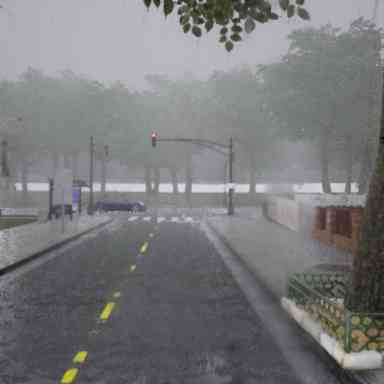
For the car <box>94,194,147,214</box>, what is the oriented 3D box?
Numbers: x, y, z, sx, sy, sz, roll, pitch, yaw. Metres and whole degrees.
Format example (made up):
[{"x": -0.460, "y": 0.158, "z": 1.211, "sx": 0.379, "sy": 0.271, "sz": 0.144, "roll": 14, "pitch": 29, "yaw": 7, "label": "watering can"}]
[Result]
[{"x": -6.356, "y": 0.992, "z": 30.067, "sx": 4.553, "sy": 1.767, "sz": 2.097, "roll": 1, "pitch": 0, "yaw": -2, "label": "car"}]
